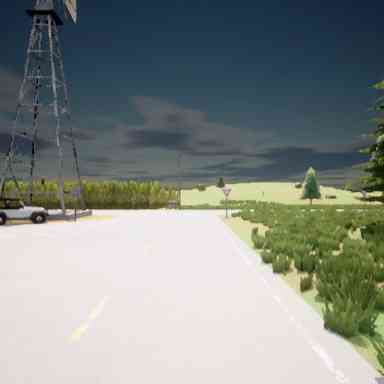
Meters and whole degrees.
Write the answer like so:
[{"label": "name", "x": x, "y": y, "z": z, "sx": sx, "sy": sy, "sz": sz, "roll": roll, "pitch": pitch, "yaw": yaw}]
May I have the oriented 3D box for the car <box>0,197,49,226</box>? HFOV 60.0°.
[{"label": "car", "x": -11.898, "y": 1.304, "z": 22.596, "sx": 3.866, "sy": 1.878, "sz": 1.905, "roll": 0, "pitch": 0, "yaw": -31}]
